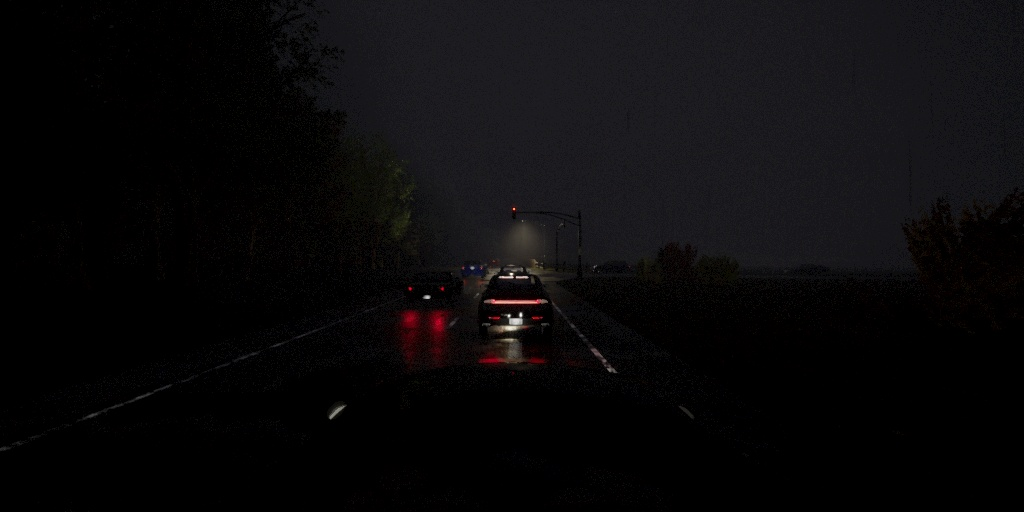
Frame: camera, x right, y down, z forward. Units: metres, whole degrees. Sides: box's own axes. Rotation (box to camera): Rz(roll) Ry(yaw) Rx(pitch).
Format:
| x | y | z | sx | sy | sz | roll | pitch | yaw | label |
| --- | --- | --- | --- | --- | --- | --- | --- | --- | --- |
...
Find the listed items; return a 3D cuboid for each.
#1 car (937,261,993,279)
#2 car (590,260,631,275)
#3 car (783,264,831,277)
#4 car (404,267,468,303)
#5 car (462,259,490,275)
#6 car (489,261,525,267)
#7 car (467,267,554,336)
| x | y | z | sx | sy | sz | roll | pitch | yaw | label |
| --- | --- | --- | --- | --- | --- | --- | --- | --- | --- |
| 50.197 | 1.517 | 38.704 | 5.566 | 2.045 | 2.150 | 1 | -1 | 1 | car |
| 11.709 | 1.294 | 42.762 | 4.553 | 1.767 | 2.097 | 1 | -1 | 5 | car |
| 34.749 | 1.679 | 42.345 | 4.902 | 1.511 | 2.128 | 1 | -1 | 0 | car |
| -3.431 | 1.354 | 16.659 | 1.895 | 1.301 | 4.718 | 0 | 0 | 0 | car |
| -3.469 | 1.107 | 33.594 | 2.097 | 1.767 | 4.553 | 0 | 0 | 0 | car |
| 0.066 | 1.246 | 19.792 | 2.128 | 1.511 | 4.902 | 0 | 0 | 0 | car |
| 0.084 | 1.244 | 10.394 | 2.128 | 1.511 | 4.902 | 0 | 0 | 0 | car |
